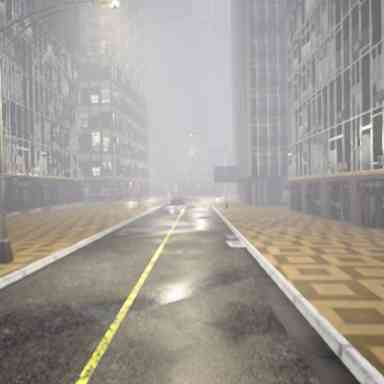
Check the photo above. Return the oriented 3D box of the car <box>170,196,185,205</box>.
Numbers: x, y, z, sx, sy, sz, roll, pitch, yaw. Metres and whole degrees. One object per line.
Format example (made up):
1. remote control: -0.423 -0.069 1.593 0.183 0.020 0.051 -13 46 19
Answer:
1. car: -2.023 1.180 47.609 1.895 1.301 4.718 -1 0 2
